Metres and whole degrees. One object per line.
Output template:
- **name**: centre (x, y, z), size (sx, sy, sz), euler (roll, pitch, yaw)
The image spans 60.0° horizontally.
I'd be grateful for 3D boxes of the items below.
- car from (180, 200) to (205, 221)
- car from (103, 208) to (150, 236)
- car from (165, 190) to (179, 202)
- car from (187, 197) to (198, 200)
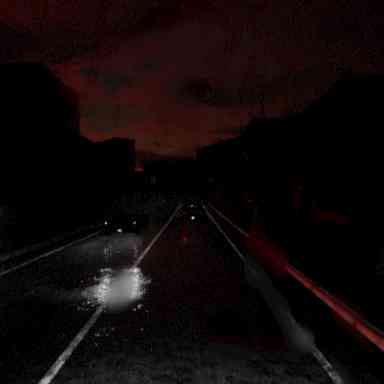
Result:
- **car**: centre (0.067, 1.611, 26.864), size (1.895, 1.301, 4.718), euler (0, 0, 0)
- **car**: centre (-3.620, 1.625, 18.896), size (1.895, 1.301, 4.718), euler (0, 0, 0)
- **car**: centre (-3.595, 0.618, 60.662), size (2.150, 2.045, 5.566), euler (0, 1, 0)
- **car**: centre (0.041, 1.388, 42.860), size (1.837, 1.490, 4.892), euler (0, 1, 0)
